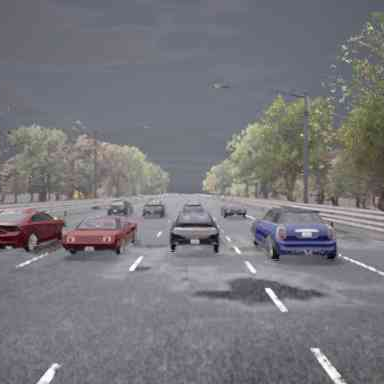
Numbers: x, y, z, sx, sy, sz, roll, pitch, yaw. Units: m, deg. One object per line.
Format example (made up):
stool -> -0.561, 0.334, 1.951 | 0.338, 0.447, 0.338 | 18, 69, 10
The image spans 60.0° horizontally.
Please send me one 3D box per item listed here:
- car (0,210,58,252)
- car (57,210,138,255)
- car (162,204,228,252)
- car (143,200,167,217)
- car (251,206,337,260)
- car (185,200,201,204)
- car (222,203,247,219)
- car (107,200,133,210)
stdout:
car -> -6.901, 1.479, 13.893 | 1.882, 1.535, 5.008 | 0, 0, 0
car -> -3.400, 1.602, 13.266 | 1.895, 1.301, 4.718 | 0, 0, 0
car -> 0.101, 1.491, 13.908 | 2.128, 1.511, 4.902 | 0, 0, 0
car -> -3.402, 1.499, 30.991 | 2.128, 1.511, 4.902 | 0, 0, 0
car -> 3.601, 1.352, 12.546 | 2.097, 1.767, 4.553 | 0, 0, 0
car -> 0.098, 1.499, 31.025 | 2.128, 1.511, 4.902 | 0, 0, 0
car -> 3.599, 1.607, 29.698 | 1.895, 1.301, 4.718 | 0, 0, 0
car -> -6.901, 1.533, 32.160 | 1.812, 1.442, 4.674 | 0, 0, 0
